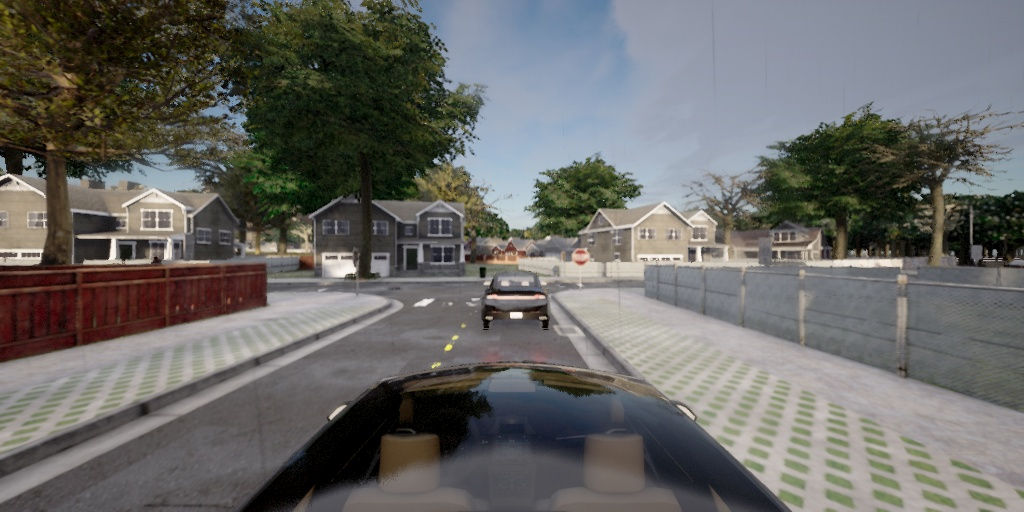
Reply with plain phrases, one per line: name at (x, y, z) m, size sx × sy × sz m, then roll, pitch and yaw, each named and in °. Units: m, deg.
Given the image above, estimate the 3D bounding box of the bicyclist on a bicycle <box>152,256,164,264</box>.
bicyclist on a bicycle at (-22.343, 0.850, 22.600) m, size 0.582 × 1.620 × 1.656 m, roll 0°, pitch 0°, yaw -12°

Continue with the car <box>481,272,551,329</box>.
car at (0.103, 1.227, 11.169) m, size 2.128 × 1.511 × 4.902 m, roll 0°, pitch 0°, yaw 0°

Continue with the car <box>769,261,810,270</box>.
car at (20.158, 1.161, 25.679) m, size 4.553 × 1.767 × 2.097 m, roll 0°, pitch 0°, yaw -14°

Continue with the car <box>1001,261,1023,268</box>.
car at (49.962, 1.186, 34.924) m, size 5.008 × 1.535 × 1.882 m, roll 0°, pitch 0°, yaw -21°
